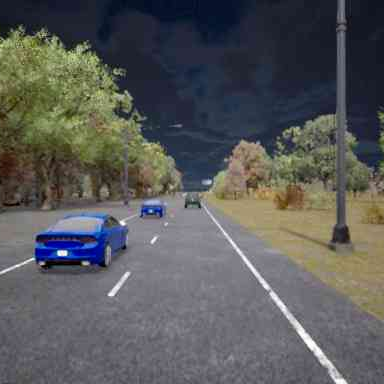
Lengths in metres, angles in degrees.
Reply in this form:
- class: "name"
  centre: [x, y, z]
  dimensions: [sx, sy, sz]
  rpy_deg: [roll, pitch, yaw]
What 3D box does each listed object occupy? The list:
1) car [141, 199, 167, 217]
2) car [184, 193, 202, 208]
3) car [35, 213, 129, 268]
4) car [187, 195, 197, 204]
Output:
- class: "car"
  centre: [-3.366, 1.399, 29.803]
  dimensions: [1.882, 1.535, 5.008]
  rpy_deg: [0, 0, 0]
- class: "car"
  centre: [0.110, 1.106, 44.735]
  dimensions: [2.150, 2.045, 5.566]
  rpy_deg: [0, 0, 0]
- class: "car"
  centre: [-3.396, 1.447, 11.182]
  dimensions: [1.882, 1.535, 5.008]
  rpy_deg: [0, 0, 0]
- class: "car"
  centre: [0.015, 1.321, 60.849]
  dimensions: [1.882, 1.535, 5.008]
  rpy_deg: [0, 0, 0]
